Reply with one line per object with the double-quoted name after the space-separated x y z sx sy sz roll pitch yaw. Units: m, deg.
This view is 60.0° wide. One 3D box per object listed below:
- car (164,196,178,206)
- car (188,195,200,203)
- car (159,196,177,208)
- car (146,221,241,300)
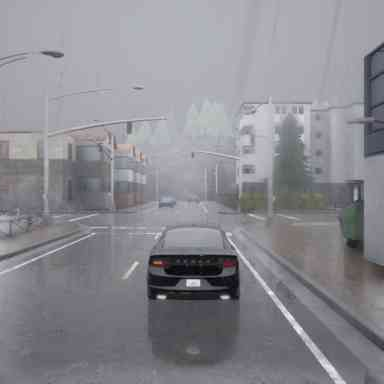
-3.591 1.491 57.752 2.128 1.511 4.902 0 0 0 "car"
0.470 1.353 69.707 2.097 1.767 4.553 0 0 7 "car"
-3.609 1.477 47.401 1.882 1.535 5.008 0 0 0 "car"
0.047 1.478 8.434 1.882 1.535 5.008 0 0 1 "car"
